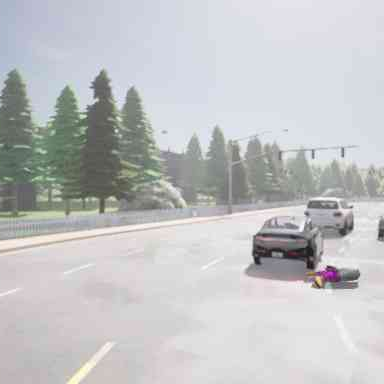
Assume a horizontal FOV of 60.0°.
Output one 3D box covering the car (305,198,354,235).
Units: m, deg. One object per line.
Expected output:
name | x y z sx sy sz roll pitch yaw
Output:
car | 8.330 1.375 20.082 2.150 2.045 5.566 0 0 32

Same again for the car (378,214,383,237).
car | 4.151 1.254 3.413 2.150 2.045 5.566 0 0 8

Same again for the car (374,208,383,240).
car | 11.491 1.694 18.554 2.033 1.411 5.357 0 0 32

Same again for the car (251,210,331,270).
car | 3.459 1.579 11.575 2.128 1.511 4.902 0 0 26
